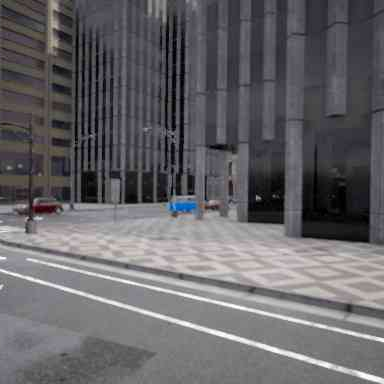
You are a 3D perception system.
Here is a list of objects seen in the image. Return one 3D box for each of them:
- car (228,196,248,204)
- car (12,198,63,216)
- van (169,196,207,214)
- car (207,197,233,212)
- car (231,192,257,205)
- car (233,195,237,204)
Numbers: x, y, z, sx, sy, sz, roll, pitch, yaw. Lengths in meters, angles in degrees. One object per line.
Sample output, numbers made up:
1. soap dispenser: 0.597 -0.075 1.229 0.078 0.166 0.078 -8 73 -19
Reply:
1. car: 8.431 1.384 60.830 1.802 1.307 4.206 1 1 36
2. car: -13.861 1.265 29.953 1.967 1.590 4.097 1 1 36
3. van: -0.576 1.299 33.786 1.690 1.788 3.998 1 1 36
4. car: 2.606 1.533 38.200 1.802 1.307 4.206 1 1 36
5. car: 8.988 1.069 56.872 2.150 2.045 5.566 1 1 36
6. car: 5.247 1.343 56.419 1.887 1.381 4.507 1 1 36
